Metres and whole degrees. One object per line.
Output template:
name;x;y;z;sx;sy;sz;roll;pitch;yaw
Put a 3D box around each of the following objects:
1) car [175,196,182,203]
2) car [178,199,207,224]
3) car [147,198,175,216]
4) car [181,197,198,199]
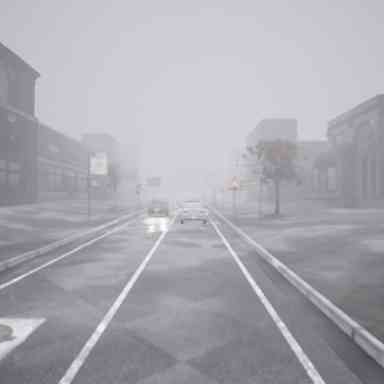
car;-2.987;1.704;74.080;1.812;1.442;4.674;0;-1;0
car;0.105;1.495;24.730;1.812;1.442;4.674;0;0;0
car;-3.090;1.444;31.737;2.128;1.511;4.902;0;0;0
car;0.102;1.433;42.713;2.163;1.488;4.792;0;0;0
